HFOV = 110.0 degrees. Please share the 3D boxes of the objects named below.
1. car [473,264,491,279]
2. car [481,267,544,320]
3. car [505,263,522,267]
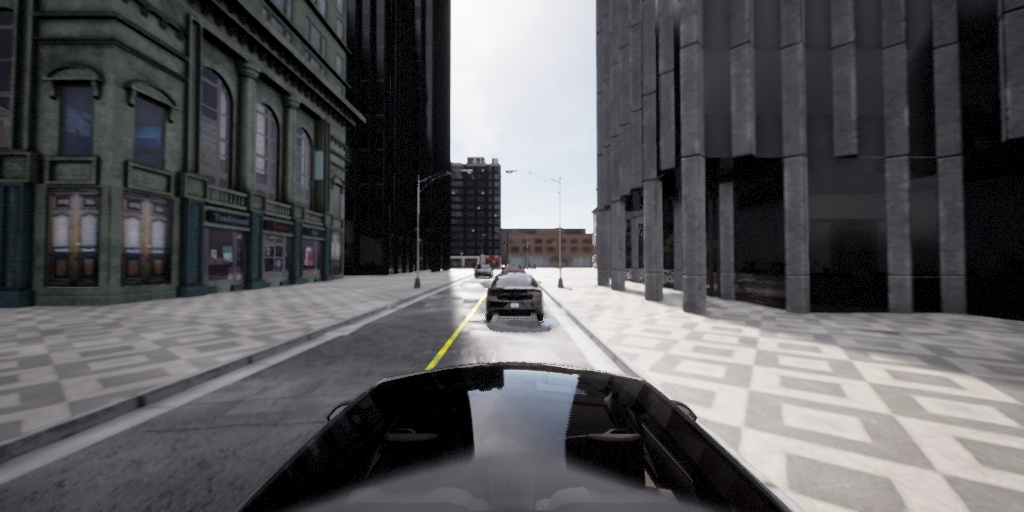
[{"bbox_3d":[-3.078,1.666,39.366,1.837,1.490,4.892,0,-1,0],"label":"car"},{"bbox_3d":[0.092,1.348,13.310,1.882,1.535,5.008,0,0,0],"label":"car"},{"bbox_3d":[0.104,1.414,31.029,2.097,1.767,4.553,0,-1,0],"label":"car"}]
